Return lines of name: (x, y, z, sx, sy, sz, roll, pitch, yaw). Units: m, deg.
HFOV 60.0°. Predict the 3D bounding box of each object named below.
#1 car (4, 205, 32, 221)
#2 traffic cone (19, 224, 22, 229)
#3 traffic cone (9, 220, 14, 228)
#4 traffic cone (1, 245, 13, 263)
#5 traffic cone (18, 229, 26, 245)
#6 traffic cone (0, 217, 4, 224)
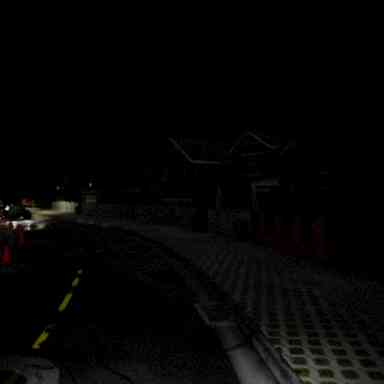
car: (-17.336, 2.009, 32.913, 2.033, 1.411, 5.357, 0, -1, -37)
traffic cone: (-10.302, 2.235, 19.988, 0.340, 0.580, 0.340, 0, -1, -31)
traffic cone: (-12.996, 2.295, 23.897, 0.340, 0.580, 0.340, 0, -1, -37)
traffic cone: (-6.372, 2.121, 11.440, 0.340, 0.580, 0.340, 0, -1, -18)
traffic cone: (-8.090, 2.177, 15.828, 0.340, 0.580, 0.340, 0, -1, -25)
traffic cone: (-16.011, 2.358, 27.885, 0.340, 0.580, 0.340, 0, -1, -37)
